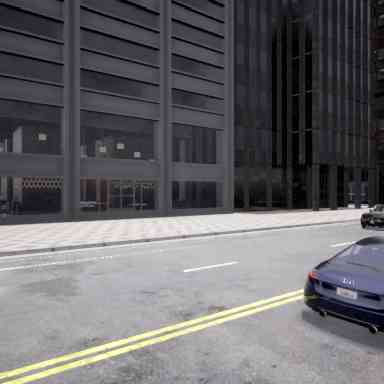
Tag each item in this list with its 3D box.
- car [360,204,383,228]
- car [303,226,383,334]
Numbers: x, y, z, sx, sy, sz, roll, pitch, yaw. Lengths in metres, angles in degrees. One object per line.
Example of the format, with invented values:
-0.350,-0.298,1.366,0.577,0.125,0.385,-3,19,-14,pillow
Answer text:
12.474,1.489,20.793,5.008,1.535,1.882,0,0,-36,car
4.057,1.567,6.403,4.181,1.385,1.994,0,0,-36,car
